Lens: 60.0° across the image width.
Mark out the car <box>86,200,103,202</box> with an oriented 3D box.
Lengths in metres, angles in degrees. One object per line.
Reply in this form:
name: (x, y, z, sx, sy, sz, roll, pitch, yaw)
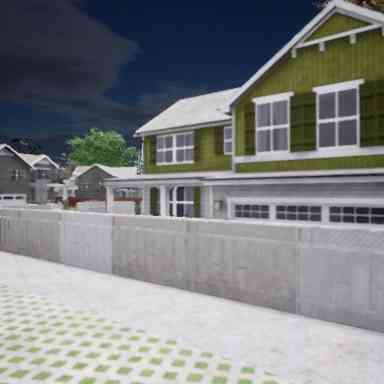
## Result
car: (-9.711, 1.566, 34.282, 2.128, 1.511, 4.902, 0, 0, 19)
